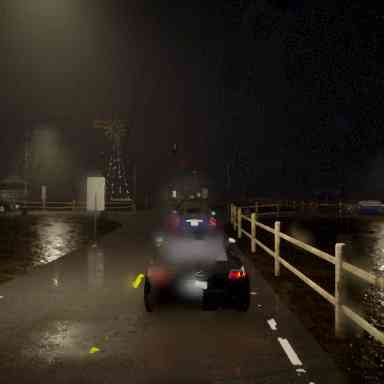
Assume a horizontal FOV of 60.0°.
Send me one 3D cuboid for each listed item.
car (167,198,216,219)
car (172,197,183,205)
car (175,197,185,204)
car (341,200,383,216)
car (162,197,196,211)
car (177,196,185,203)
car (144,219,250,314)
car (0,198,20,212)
[{"bbox_3d":[0.109,1.380,16.357,2.097,1.767,4.553,0,0,0],"label":"car"},{"bbox_3d":[-2.737,1.731,65.237,1.882,1.535,5.008,0,0,1],"label":"car"},{"bbox_3d":[-2.686,1.879,75.188,1.994,1.385,4.181,0,0,0],"label":"car"},{"bbox_3d":[19.348,1.778,37.637,4.553,1.767,2.097,1,-2,0],"label":"car"},{"bbox_3d":[-0.704,1.631,37.645,5.357,1.411,2.033,0,0,0],"label":"car"},{"bbox_3d":[-2.675,1.883,85.317,1.882,1.535,5.008,0,0,0],"label":"car"},{"bbox_3d":[0.104,1.573,7.714,1.994,1.385,4.181,0,0,0],"label":"car"},{"bbox_3d":[-20.281,1.292,34.042,4.892,1.490,1.837,1,-2,0],"label":"car"}]
